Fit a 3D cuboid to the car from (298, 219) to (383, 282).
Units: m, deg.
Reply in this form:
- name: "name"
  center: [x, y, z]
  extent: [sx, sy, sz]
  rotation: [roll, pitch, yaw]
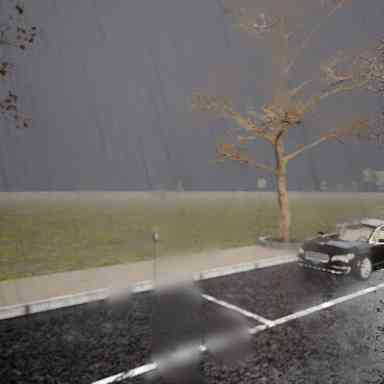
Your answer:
- name: "car"
  center: [4.868, 1.496, 9.566]
  extent: [4.403, 1.369, 2.008]
  rotation: [0, 1, -36]
